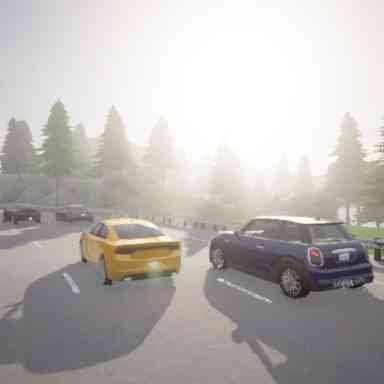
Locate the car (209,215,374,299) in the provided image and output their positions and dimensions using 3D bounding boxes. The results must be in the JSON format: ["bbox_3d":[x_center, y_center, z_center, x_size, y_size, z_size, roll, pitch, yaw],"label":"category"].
[{"bbox_3d":[2.306,1.417,9.014,2.097,1.767,4.553,0,0,-27],"label":"car"}]

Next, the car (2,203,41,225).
[{"bbox_3d":[-13.172,1.645,25.656,1.837,1.490,4.892,1,-1,-41],"label":"car"}]

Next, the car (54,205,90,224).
[{"bbox_3d":[-9.531,1.720,26.765,1.994,1.385,4.181,0,0,-40],"label":"car"}]

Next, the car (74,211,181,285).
[{"bbox_3d":[-2.050,1.539,9.897,1.882,1.535,5.008,0,0,-28],"label":"car"}]
